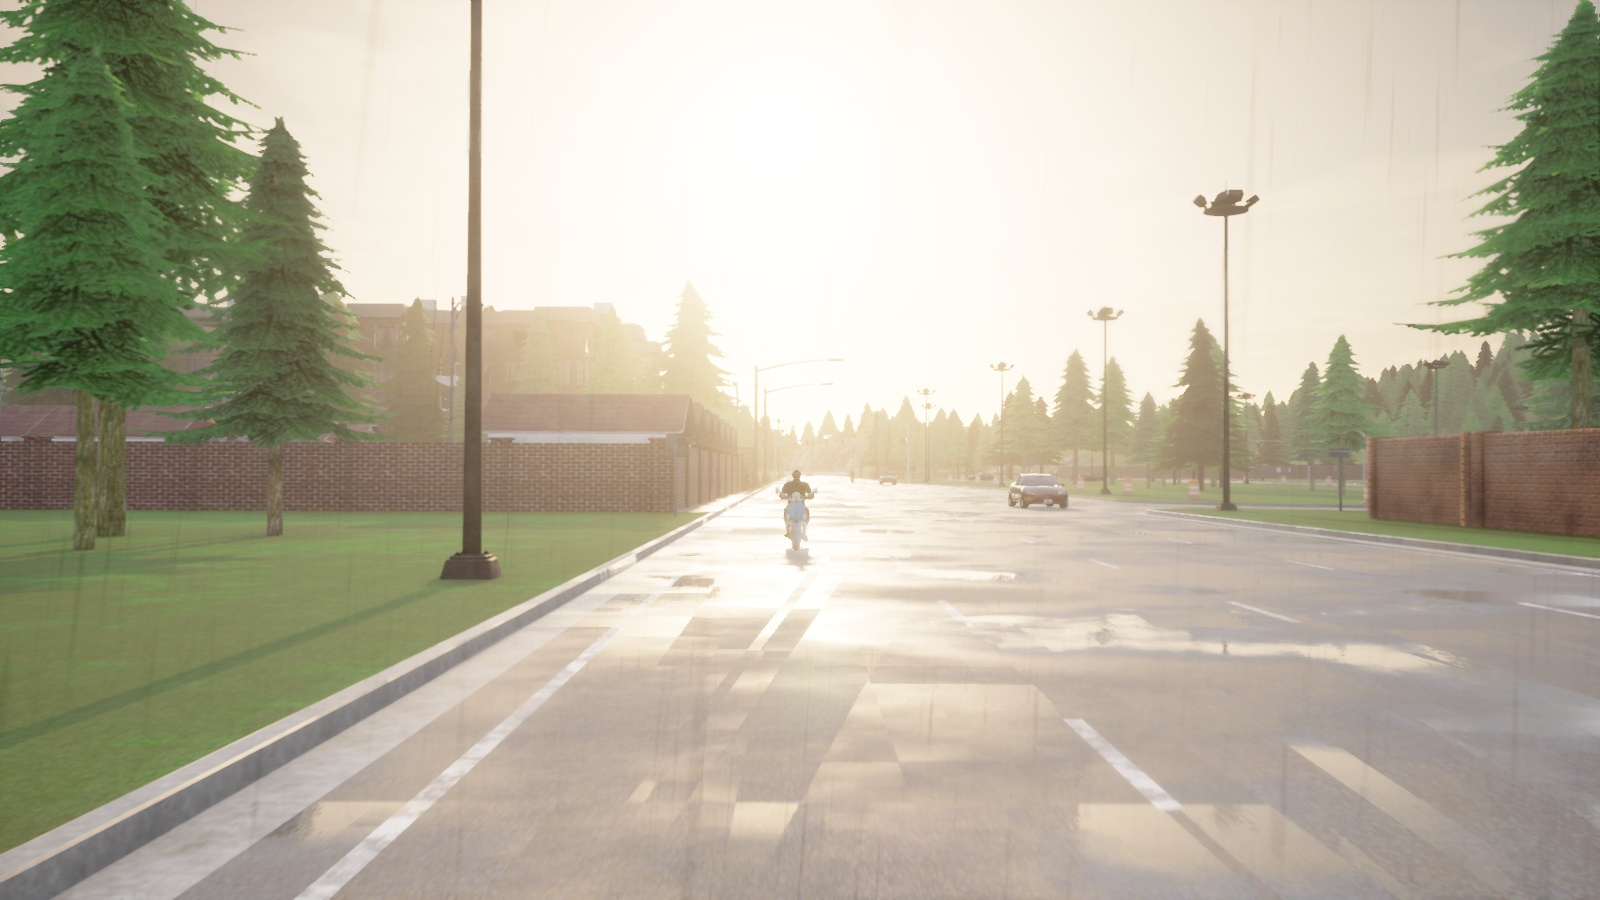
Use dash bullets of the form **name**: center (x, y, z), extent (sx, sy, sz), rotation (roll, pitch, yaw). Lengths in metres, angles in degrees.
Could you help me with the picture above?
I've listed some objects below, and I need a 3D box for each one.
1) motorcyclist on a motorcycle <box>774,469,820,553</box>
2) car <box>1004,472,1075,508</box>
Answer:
- **motorcyclist on a motorcycle**: center (-0.063, 1.188, 25.037), extent (0.866, 1.590, 1.817), rotation (0, -1, 0)
- **car**: center (10.363, 1.691, 54.800), extent (2.163, 1.488, 4.792), rotation (0, -1, 0)
